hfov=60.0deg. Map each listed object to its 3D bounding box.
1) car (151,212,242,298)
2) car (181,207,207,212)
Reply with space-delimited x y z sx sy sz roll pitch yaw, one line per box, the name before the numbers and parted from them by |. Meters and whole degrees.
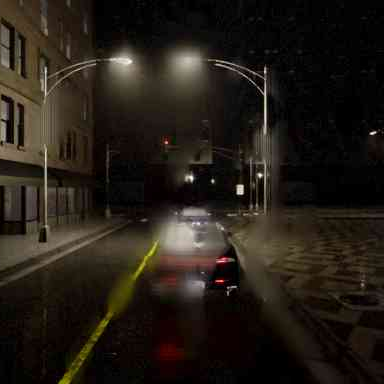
car | 0.088 1.491 8.501 2.128 1.511 4.902 0 0 0
car | 0.096 1.547 18.612 2.033 1.411 5.357 0 0 -2
